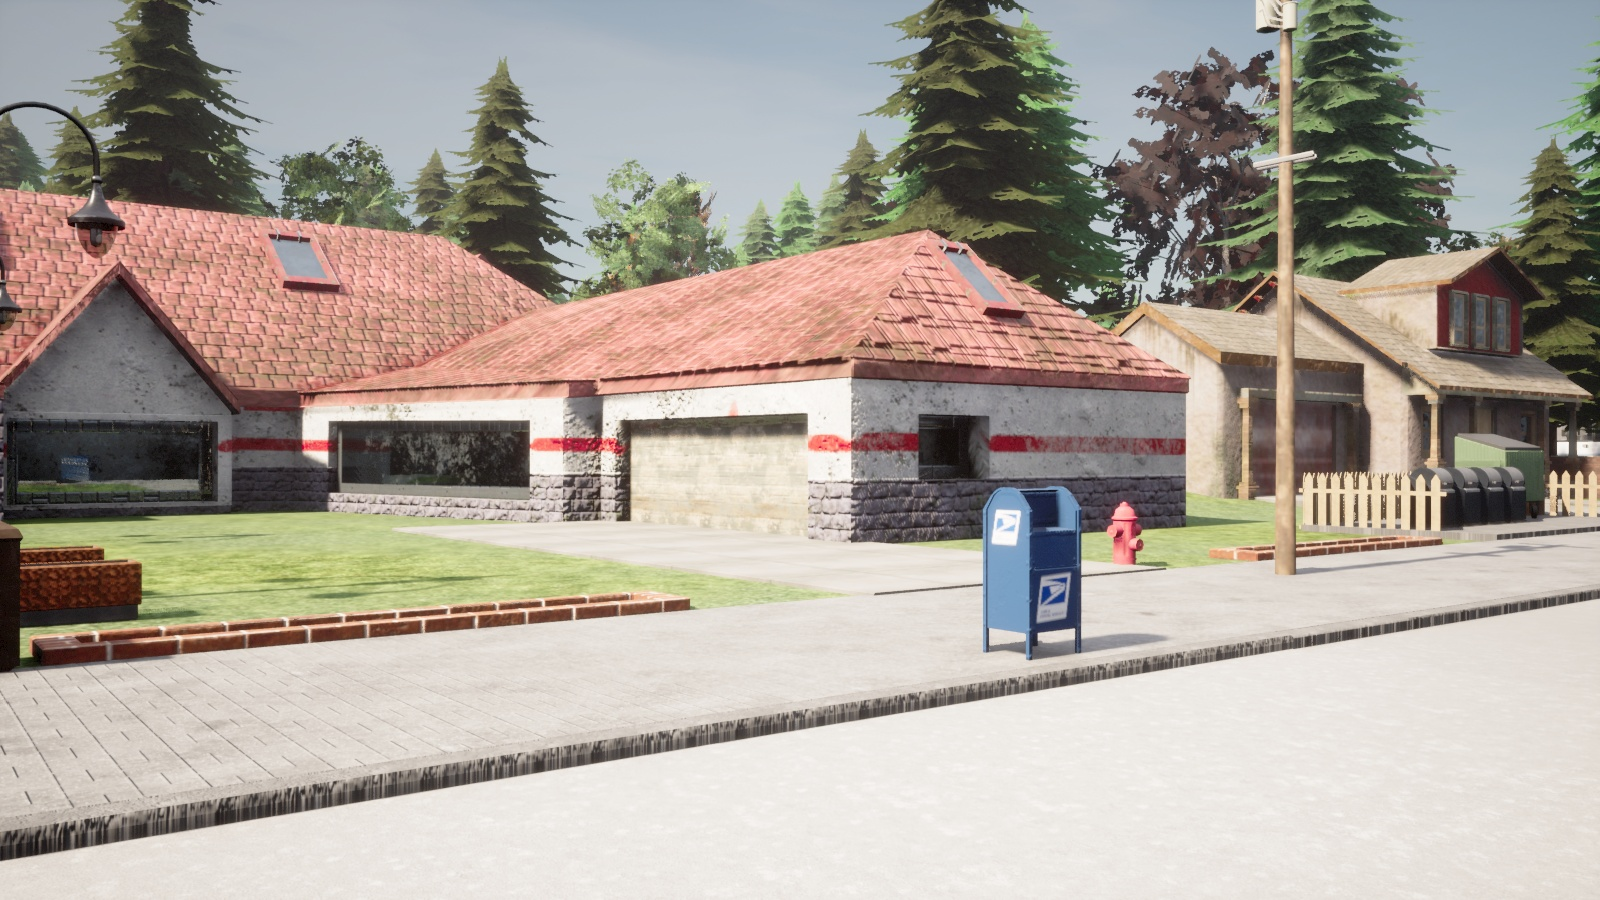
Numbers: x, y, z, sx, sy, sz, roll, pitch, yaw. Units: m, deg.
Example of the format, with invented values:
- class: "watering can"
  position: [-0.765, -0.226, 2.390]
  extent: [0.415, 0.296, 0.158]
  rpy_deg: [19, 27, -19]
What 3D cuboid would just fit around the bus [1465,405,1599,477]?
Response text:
- class: "bus"
  position: [47.497, -0.542, 77.922]
  extent: [3.944, 4.253, 10.273]
  rpy_deg: [0, 0, -37]
